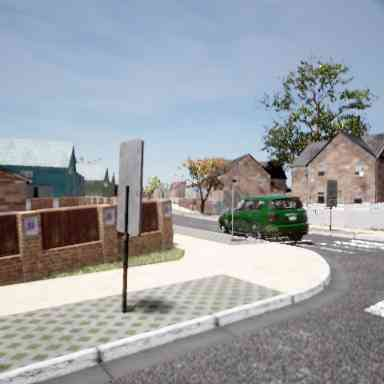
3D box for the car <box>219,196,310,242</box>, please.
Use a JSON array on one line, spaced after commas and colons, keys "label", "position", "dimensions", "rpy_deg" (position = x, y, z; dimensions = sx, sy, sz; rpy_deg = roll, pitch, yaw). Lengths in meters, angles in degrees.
[{"label": "car", "position": [3.213, 1.233, 15.926], "dimensions": [2.150, 2.045, 5.566], "rpy_deg": [-2, -1, -19]}]
